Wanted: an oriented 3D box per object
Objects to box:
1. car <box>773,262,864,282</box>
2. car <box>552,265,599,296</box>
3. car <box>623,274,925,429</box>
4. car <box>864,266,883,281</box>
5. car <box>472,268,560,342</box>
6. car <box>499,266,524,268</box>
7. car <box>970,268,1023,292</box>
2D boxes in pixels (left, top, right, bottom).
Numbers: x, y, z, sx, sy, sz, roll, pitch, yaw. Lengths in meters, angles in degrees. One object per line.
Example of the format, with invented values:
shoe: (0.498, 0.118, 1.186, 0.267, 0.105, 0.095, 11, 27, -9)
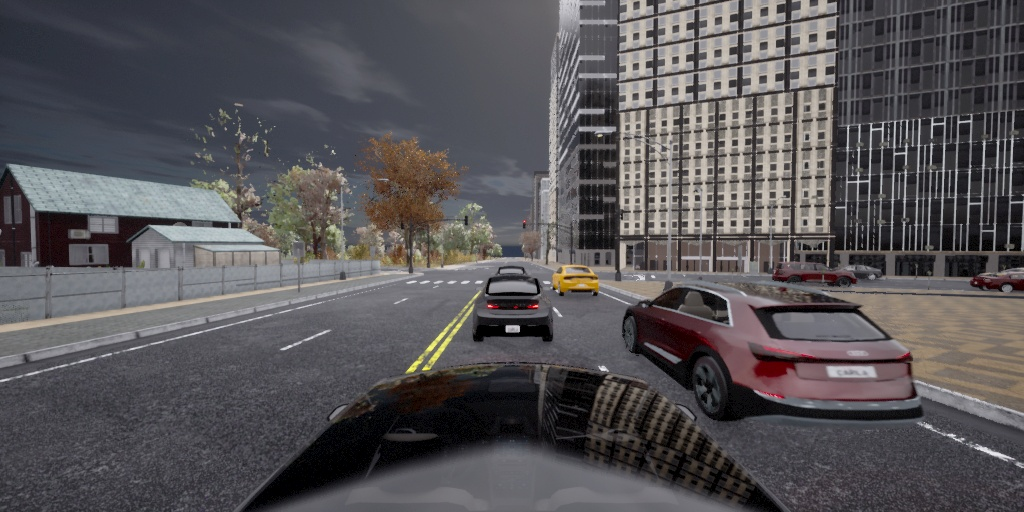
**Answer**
car: (22.964, 1.393, 27.489, 5.009, 1.841, 2.192, 0, 0, 20)
car: (3.283, 1.224, 19.263, 1.882, 1.535, 5.008, 0, 0, 0)
car: (3.340, 1.181, 5.778, 2.033, 1.649, 4.856, 0, 1, 0)
car: (30.987, 1.468, 32.953, 4.403, 1.370, 2.007, 0, 0, 20)
car: (0.030, 1.252, 9.783, 1.837, 1.490, 4.892, 0, 0, 0)
car: (-0.032, 1.251, 18.450, 1.837, 1.490, 4.892, 0, 0, 0)
car: (33.618, 1.715, 23.612, 4.507, 1.381, 1.888, 0, 0, 20)
